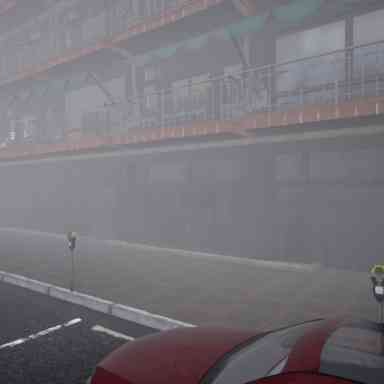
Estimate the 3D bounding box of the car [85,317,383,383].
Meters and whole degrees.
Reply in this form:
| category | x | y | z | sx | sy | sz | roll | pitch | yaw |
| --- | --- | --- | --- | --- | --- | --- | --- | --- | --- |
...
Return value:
| category | x | y | z | sx | sy | sz | roll | pitch | yaw |
| --- | --- | --- | --- | --- | --- | --- | --- | --- | --- |
| car | 0.999 | 1.582 | 2.162 | 4.206 | 1.307 | 1.802 | 0 | 0 | 35 |
